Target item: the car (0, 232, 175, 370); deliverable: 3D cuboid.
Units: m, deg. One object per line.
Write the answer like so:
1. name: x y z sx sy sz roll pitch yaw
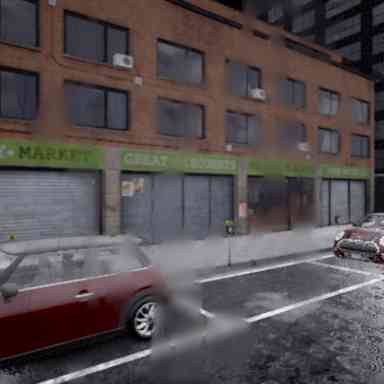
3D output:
1. car: -2.363 1.440 4.849 4.097 1.590 1.967 0 0 -36

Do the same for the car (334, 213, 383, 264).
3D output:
1. car: 6.595 1.431 11.238 4.097 1.590 1.967 0 0 -35
